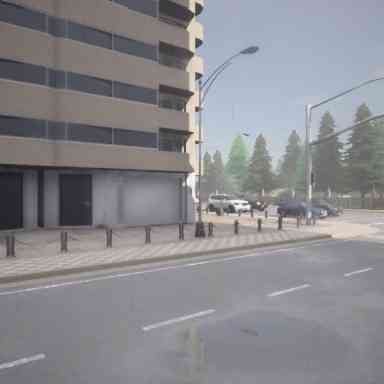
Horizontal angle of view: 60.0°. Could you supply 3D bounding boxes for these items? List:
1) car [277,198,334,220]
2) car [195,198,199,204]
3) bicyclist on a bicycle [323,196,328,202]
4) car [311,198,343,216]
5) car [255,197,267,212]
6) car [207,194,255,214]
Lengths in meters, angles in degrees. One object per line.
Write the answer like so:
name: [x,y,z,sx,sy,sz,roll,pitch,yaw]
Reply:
car: [9.647,1.581,29.351,1.812,1.442,4.674,0,0,-36]
car: [-0.537,1.581,61.748,1.812,1.442,4.674,0,0,-36]
bicyclist on a bicycle: [17.327,1.356,43.456,1.656,1.620,0.582,0,0,-36]
car: [12.053,1.407,31.993,2.097,1.767,4.553,0,0,-36]
car: [6.404,1.277,39.826,2.150,2.045,5.566,0,0,-36]
car: [3.977,1.277,37.207,2.150,2.045,5.566,0,0,-36]
